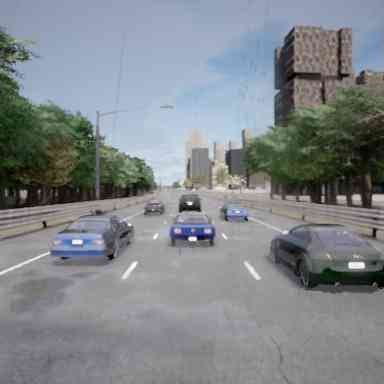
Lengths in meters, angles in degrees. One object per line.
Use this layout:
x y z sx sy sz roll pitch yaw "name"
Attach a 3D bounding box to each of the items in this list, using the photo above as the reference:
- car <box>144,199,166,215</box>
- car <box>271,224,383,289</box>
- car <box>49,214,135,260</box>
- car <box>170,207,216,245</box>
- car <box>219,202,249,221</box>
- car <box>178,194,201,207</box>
-3.740 1.488 34.103 2.128 1.511 4.902 0 0 -1 "car"
3.558 1.560 9.219 1.994 1.385 4.181 0 0 0 "car"
-3.463 1.549 12.487 2.033 1.411 5.357 0 0 0 "car"
0.011 1.598 15.613 1.895 1.301 4.718 0 0 -1 "car"
3.371 1.541 27.375 2.033 1.411 5.357 0 0 -1 "car"
-0.226 1.215 33.438 2.150 2.045 5.566 0 0 -1 "car"
